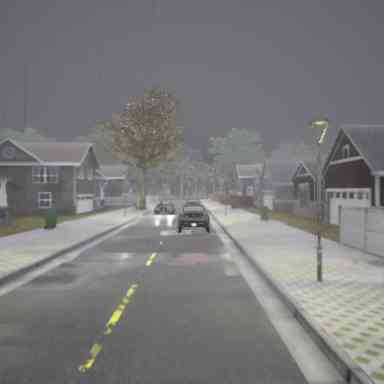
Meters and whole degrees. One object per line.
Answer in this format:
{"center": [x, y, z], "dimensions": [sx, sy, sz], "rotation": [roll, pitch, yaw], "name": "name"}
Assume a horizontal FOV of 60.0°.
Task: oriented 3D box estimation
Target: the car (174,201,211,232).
{"center": [0.103, 1.519, 20.423], "dimensions": [1.837, 1.490, 4.892], "rotation": [0, 0, 0], "name": "car"}

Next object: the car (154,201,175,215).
{"center": [-2.758, 1.597, 34.396], "dimensions": [1.994, 1.385, 4.181], "rotation": [0, 0, 0], "name": "car"}

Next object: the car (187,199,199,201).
{"center": [0.106, 1.545, 39.127], "dimensions": [1.837, 1.490, 4.892], "rotation": [0, 0, 0], "name": "car"}
